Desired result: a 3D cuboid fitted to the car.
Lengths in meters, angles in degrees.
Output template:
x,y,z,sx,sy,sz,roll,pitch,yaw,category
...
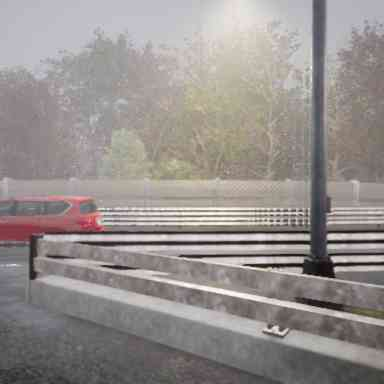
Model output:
x,y,z,sx,sy,sz,roll,pitch,yaw,category
-5.951,1.165,11.799,5.566,2.045,2.150,0,0,0,car
